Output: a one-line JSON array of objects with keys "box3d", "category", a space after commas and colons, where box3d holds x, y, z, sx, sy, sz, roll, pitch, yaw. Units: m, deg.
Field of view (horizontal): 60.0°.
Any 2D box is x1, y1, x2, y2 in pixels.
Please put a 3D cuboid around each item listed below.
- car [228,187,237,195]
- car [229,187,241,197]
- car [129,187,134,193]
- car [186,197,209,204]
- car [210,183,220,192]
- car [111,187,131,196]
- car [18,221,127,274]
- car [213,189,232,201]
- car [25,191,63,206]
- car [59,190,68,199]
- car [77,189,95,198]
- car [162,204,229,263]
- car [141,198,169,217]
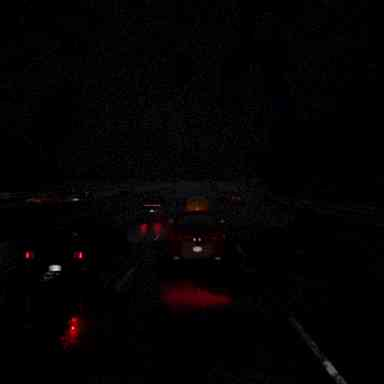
[{"box3d": [9.267, -0.278, 76.314, 1.837, 1.490, 4.892, 0, 2, 3], "category": "car"}, {"box3d": [8.696, 0.125, 66.309, 2.128, 1.511, 4.902, 0, 2, 4], "category": "car"}, {"box3d": [-15.134, -0.398, 79.109, 2.128, 1.511, 4.902, 0, 2, 3], "category": "car"}, {"box3d": [0.521, 1.146, 30.087, 1.882, 1.535, 5.008, 0, 1, 1], "category": "car"}, {"box3d": [6.367, -0.905, 90.014, 2.097, 1.767, 4.553, 0, 2, 3], "category": "car"}, {"box3d": [-12.602, 0.419, 57.915, 1.882, 1.535, 5.008, 0, 2, 3], "category": "car"}, {"box3d": [-3.337, 1.565, 10.398, 1.895, 1.301, 4.718, 0, 0, 1], "category": "car"}, {"box3d": [4.692, 0.648, 51.879, 2.033, 1.411, 5.357, 0, 2, 2], "category": "car"}, {"box3d": [-16.955, 0.975, 37.684, 1.882, 1.535, 5.008, 0, 1, 2], "category": "car"}, {"box3d": [-22.539, 0.496, 55.871, 1.882, 1.535, 5.008, 0, 2, 0], "category": "car"}, {"box3d": [-19.439, 0.208, 60.972, 2.097, 1.767, 4.553, 0, 2, 3], "category": "car"}, {"box3d": [0.180, 1.430, 11.832, 1.882, 1.535, 5.008, 0, 0, 1], "category": "car"}, {"box3d": [-3.032, 1.206, 28.071, 2.128, 1.511, 4.902, 0, 1, 1], "category": "car"}]
